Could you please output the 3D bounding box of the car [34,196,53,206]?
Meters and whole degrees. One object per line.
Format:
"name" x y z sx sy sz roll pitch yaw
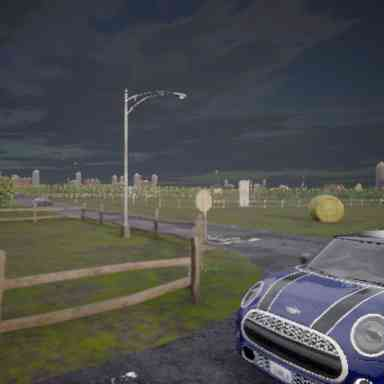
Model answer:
"car" -21.479 1.334 48.025 1.994 1.385 4.181 0 0 -36

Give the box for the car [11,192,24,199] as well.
"car" -42.591 0.941 81.616 1.837 1.490 4.892 0 1 -36

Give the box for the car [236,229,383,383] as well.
"car" 2.807 1.405 4.953 4.553 1.767 2.097 1 0 -36
